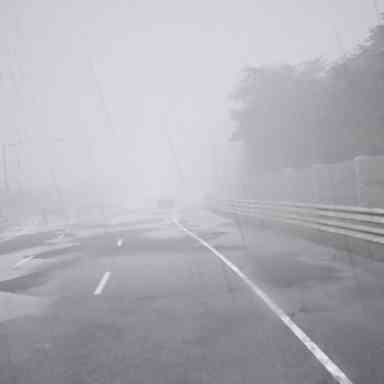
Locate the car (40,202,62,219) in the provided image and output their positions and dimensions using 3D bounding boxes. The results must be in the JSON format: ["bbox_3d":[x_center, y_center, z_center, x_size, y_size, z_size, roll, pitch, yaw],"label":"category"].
[{"bbox_3d":[-17.965,2.280,42.447,2.150,2.045,5.566,-4,0,-27],"label":"car"}]

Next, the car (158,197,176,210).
[{"bbox_3d":[-3.284,1.370,43.473,1.882,1.535,5.008,-5,0,4],"label":"car"}]

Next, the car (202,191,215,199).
[{"bbox_3d":[3.898,1.020,87.370,1.882,1.535,5.008,-4,-2,14],"label":"car"}]

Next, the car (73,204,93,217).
[{"bbox_3d":[-13.636,2.218,41.399,2.128,1.511,4.902,-5,0,-25],"label":"car"}]
